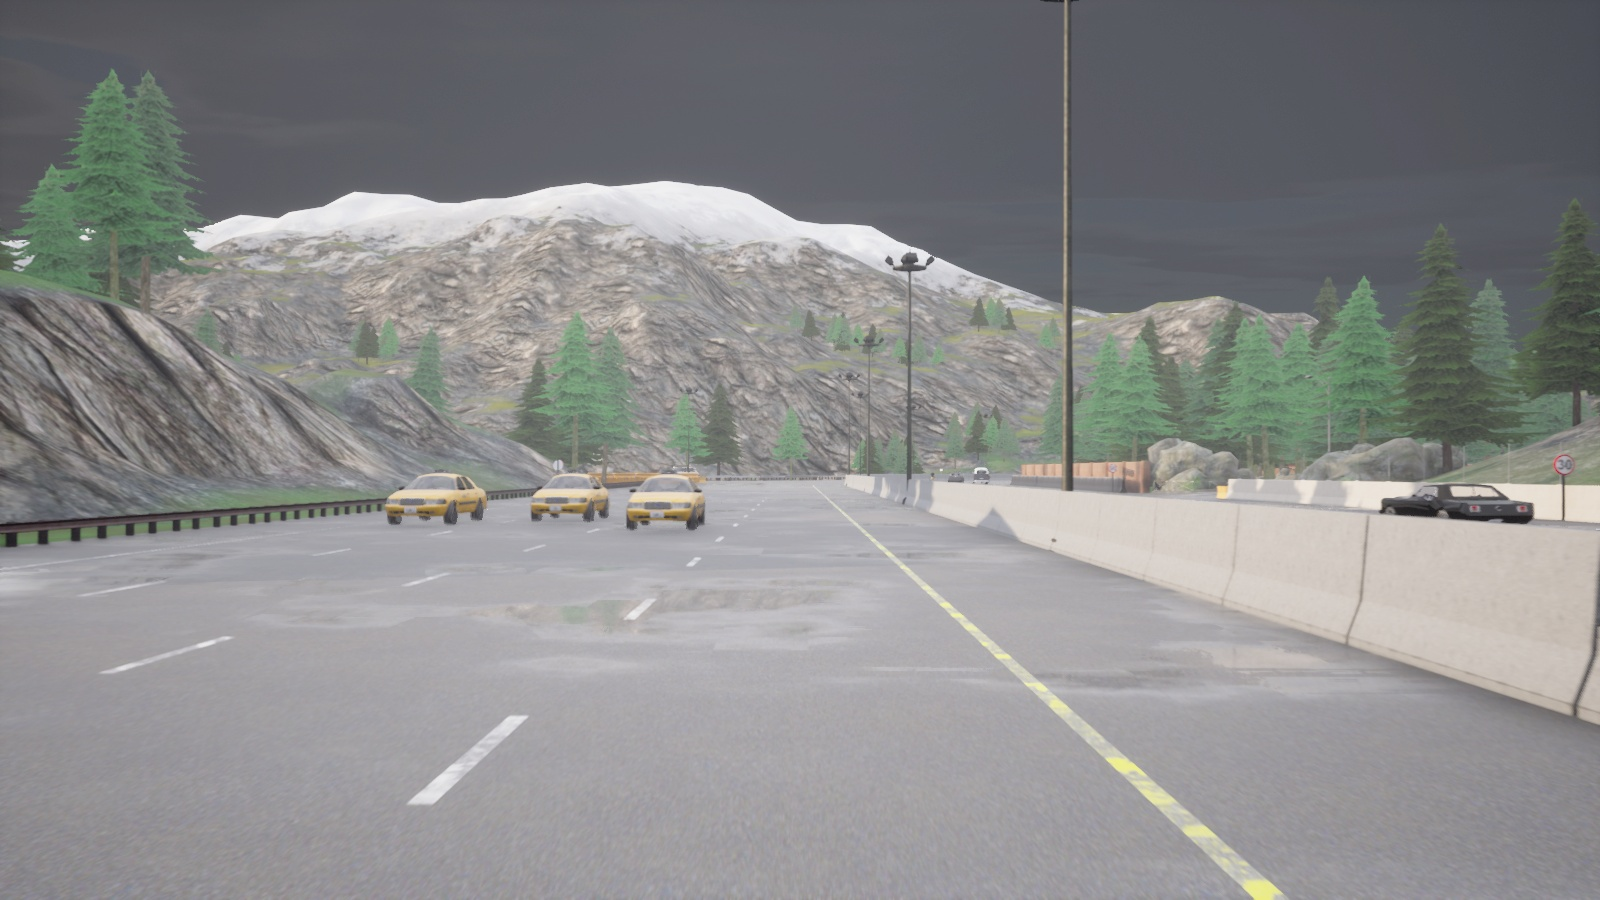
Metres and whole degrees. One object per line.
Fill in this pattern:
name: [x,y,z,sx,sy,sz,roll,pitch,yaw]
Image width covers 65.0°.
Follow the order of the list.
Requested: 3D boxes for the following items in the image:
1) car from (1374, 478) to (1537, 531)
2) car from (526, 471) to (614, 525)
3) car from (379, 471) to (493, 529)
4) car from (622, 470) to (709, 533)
car: [17.419,1.409,33.668,1.895,1.301,4.718,0,-1,0]
car: [-7.096,1.439,39.271,1.801,1.575,5.366,0,-1,0]
car: [-10.590,1.414,36.953,1.801,1.575,5.366,0,-1,0]
car: [-3.583,1.342,34.286,1.801,1.575,5.366,0,-1,0]
